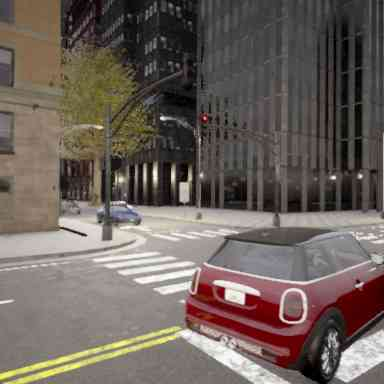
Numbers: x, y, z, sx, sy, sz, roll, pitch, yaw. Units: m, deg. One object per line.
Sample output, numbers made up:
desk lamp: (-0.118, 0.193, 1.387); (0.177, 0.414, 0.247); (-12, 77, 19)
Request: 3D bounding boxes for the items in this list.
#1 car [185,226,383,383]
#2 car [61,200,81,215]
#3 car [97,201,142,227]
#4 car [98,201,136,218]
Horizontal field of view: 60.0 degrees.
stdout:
car: (2.055, 1.389, 5.807); (2.097, 1.767, 4.553); (0, -1, 45)
car: (-12.873, 1.573, 34.150); (1.812, 1.442, 4.674); (1, 0, -36)
car: (-5.286, 1.585, 23.653); (1.812, 1.442, 4.674); (1, 0, -36)
car: (-7.232, 1.601, 31.814); (1.812, 1.442, 4.674); (1, 0, -36)
